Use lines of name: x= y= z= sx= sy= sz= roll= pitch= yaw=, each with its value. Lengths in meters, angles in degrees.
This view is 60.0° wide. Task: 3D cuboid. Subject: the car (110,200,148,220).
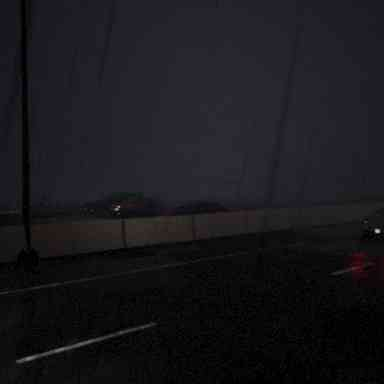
car: x=-3.381 y=1.453 z=23.079 sx=4.718 sy=1.301 sz=1.895 roll=-1 pitch=1 yaw=-36

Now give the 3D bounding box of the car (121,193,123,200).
car: x=-4.477 y=1.190 z=26.596 sx=4.553 sy=1.767 sz=2.097 roll=-1 pitch=1 yaw=-35

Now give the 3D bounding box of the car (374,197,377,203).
car: x=30.884 y=1.294 z=51.706 sx=5.008 sy=1.535 sz=1.882 roll=0 pitch=0 yaw=-36

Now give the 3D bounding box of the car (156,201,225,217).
car: x=0.223 y=1.333 z=21.350 sx=4.892 sy=1.490 sz=1.837 roll=-1 pitch=1 yaw=-36

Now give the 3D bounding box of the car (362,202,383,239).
car: x=9.340 y=1.315 z=14.727 sx=4.674 sy=1.442 sz=1.812 roll=-1 pitch=0 yaw=-36
